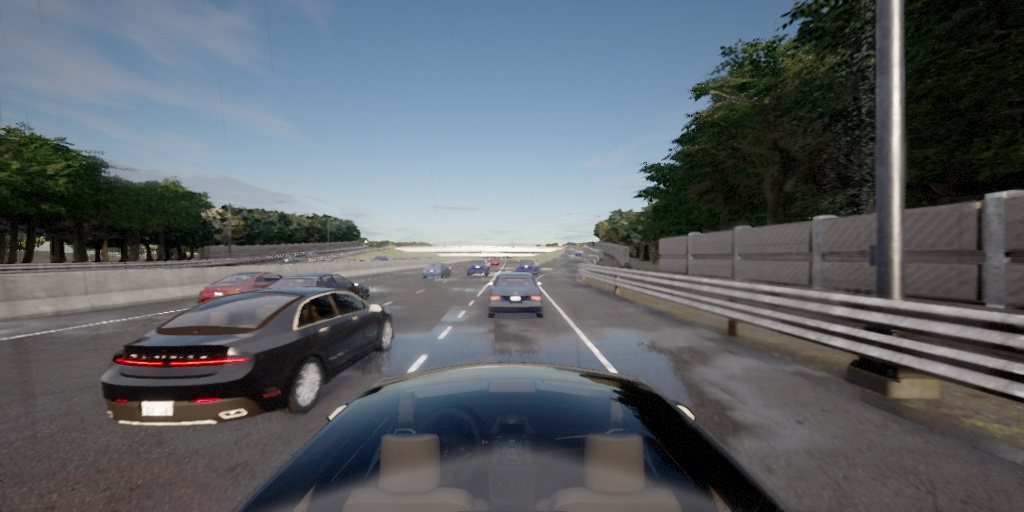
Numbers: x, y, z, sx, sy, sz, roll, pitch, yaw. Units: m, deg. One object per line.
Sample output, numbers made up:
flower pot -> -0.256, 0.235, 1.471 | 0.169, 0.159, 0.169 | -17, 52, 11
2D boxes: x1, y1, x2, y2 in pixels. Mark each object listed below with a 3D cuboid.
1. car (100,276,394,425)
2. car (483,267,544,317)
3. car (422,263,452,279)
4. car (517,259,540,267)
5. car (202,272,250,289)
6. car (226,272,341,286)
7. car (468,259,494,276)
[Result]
car -> -3.496, 1.260, 5.962 | 1.837, 1.490, 4.892 | 0, 0, 0
car -> 0.119, 1.302, 13.067 | 2.033, 1.411, 5.357 | 0, 0, 0
car -> -6.806, 1.310, 32.872 | 2.033, 1.411, 5.357 | 0, 0, 0
car -> 1.812, 1.126, 38.045 | 2.097, 1.767, 4.553 | 1, 0, 10
car -> -10.374, 1.319, 14.695 | 1.994, 1.385, 4.181 | 0, 0, 0
car -> -6.882, 1.302, 12.663 | 2.033, 1.411, 5.357 | 0, 0, 0
car -> -3.392, 1.116, 37.659 | 2.097, 1.767, 4.553 | 0, 0, 0
